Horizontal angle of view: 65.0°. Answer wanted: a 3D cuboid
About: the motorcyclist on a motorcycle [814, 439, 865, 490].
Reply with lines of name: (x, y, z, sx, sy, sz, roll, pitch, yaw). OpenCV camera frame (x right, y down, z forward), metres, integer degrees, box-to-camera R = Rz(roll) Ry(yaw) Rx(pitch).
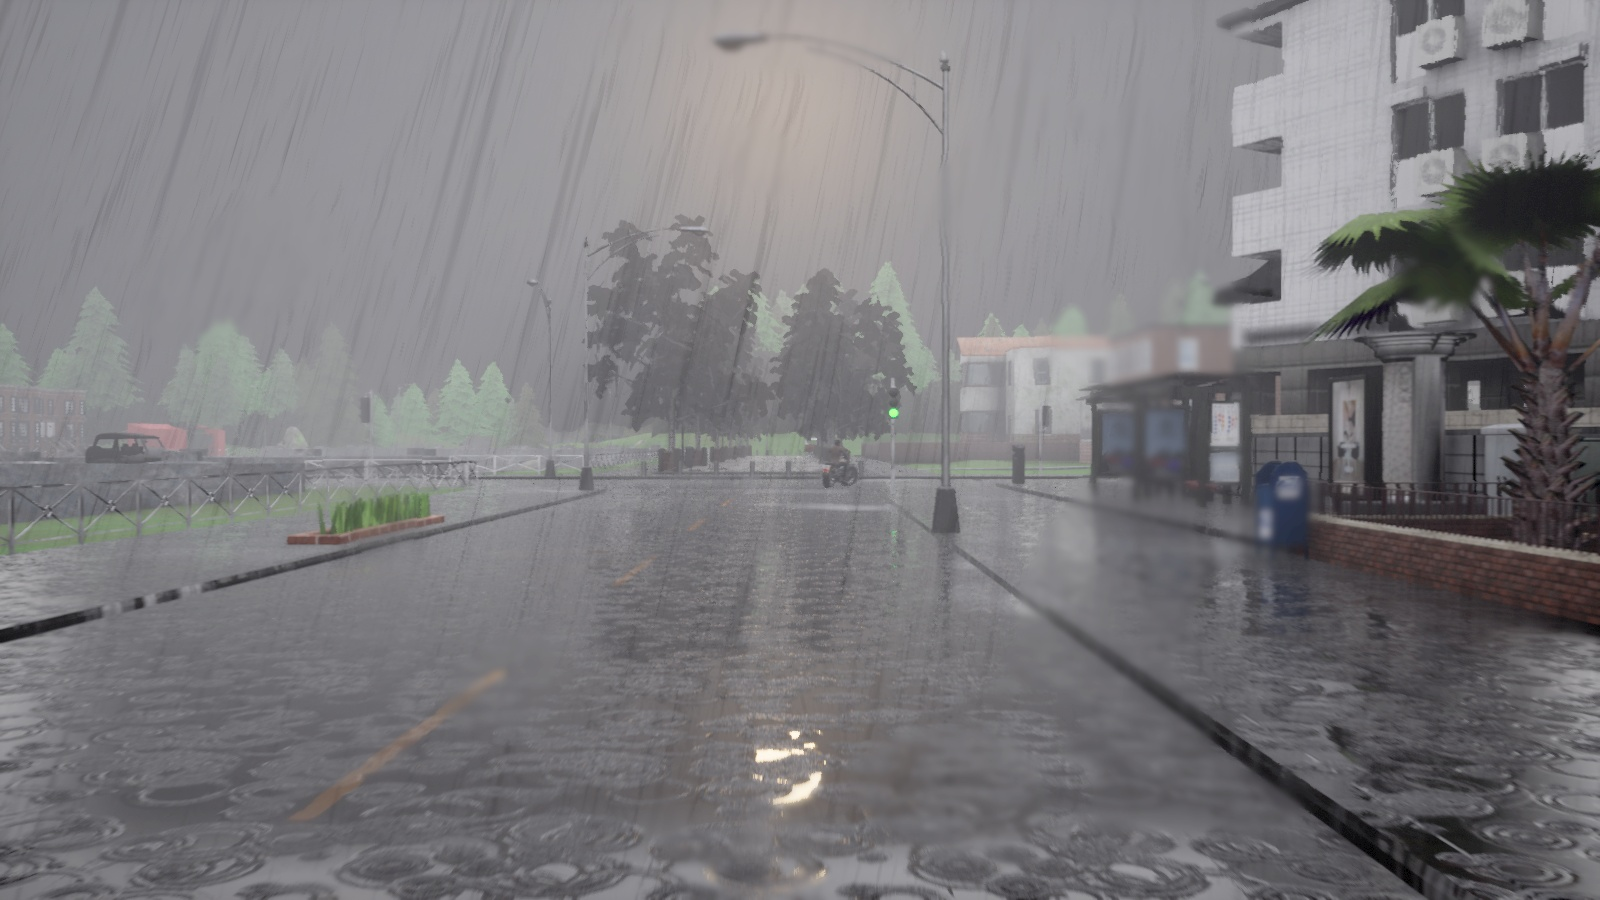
motorcyclist on a motorcycle: (1.337, 0.461, 42.108, 0.766, 1.649, 2.350, 2, 1, 25)

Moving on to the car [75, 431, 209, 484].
car: (-23.900, 0.266, 45.707, 3.866, 1.878, 1.905, 0, 0, 0)
